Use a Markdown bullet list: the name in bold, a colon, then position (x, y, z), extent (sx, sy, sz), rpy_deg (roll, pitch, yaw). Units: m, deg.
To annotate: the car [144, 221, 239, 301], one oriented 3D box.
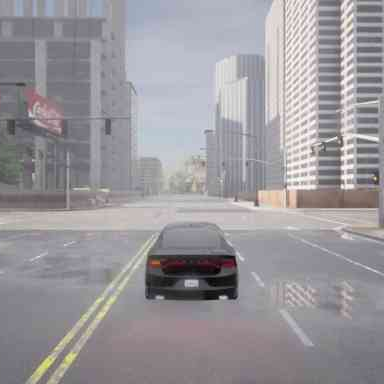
- **car**: position (-0.003, 1.478, 8.420), extent (1.882, 1.535, 5.008), rpy_deg (0, 0, 0)
